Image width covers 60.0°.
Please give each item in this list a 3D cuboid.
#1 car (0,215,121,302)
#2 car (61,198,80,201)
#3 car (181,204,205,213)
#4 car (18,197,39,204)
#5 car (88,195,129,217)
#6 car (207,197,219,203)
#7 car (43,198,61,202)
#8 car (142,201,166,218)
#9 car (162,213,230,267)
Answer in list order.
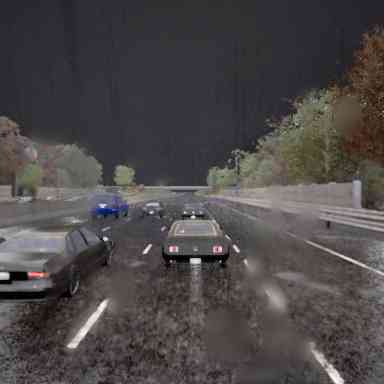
[{"bbox_3d":[-3.402,1.550,8.459,2.033,1.411,5.357,0,0,0],"label":"car"},{"bbox_3d":[-21.022,1.652,59.277,1.895,1.301,4.718,0,0,0],"label":"car"},{"bbox_3d":[0.099,1.617,27.684,1.895,1.301,4.718,0,0,0],"label":"car"},{"bbox_3d":[-28.028,1.573,57.290,1.812,1.442,4.674,0,0,1],"label":"car"},{"bbox_3d":[-6.903,1.238,28.365,2.150,2.045,5.566,0,0,0],"label":"car"},{"bbox_3d":[3.494,1.384,55.166,1.812,1.442,4.674,0,0,0],"label":"car"},{"bbox_3d":[-24.521,1.651,58.735,1.895,1.301,4.718,0,0,0],"label":"car"},{"bbox_3d":[-3.405,1.544,30.212,1.812,1.442,4.674,0,0,0],"label":"car"},{"bbox_3d":[0.101,1.605,11.345,1.895,1.301,4.718,0,0,0],"label":"car"}]
